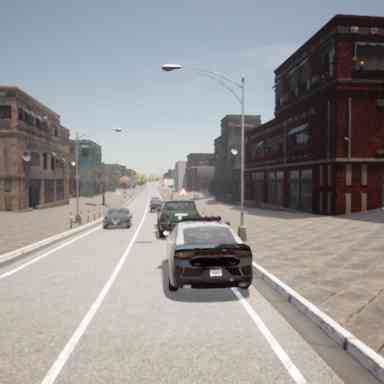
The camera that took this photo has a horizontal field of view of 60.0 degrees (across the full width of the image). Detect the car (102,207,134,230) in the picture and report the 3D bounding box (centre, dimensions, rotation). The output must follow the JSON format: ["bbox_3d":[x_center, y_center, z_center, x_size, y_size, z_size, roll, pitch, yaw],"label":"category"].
[{"bbox_3d":[-5.385,1.901,24.521,1.837,1.490,4.892,0,-2,-7],"label":"car"}]

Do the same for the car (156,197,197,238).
[{"bbox_3d":[-0.848,1.460,19.287,2.150,2.045,5.566,0,-1,-7],"label":"car"}]

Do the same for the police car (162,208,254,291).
[{"bbox_3d":[0.244,1.475,9.348,1.930,1.638,5.238,0,-1,-5],"label":"police car"}]

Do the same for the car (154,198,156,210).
[{"bbox_3d":[-1.544,1.613,25.256,2.150,2.045,5.566,0,-1,-7],"label":"car"}]

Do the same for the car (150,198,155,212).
[{"bbox_3d":[-4.890,1.980,46.269,1.837,1.490,4.892,0,-1,-7],"label":"car"}]
